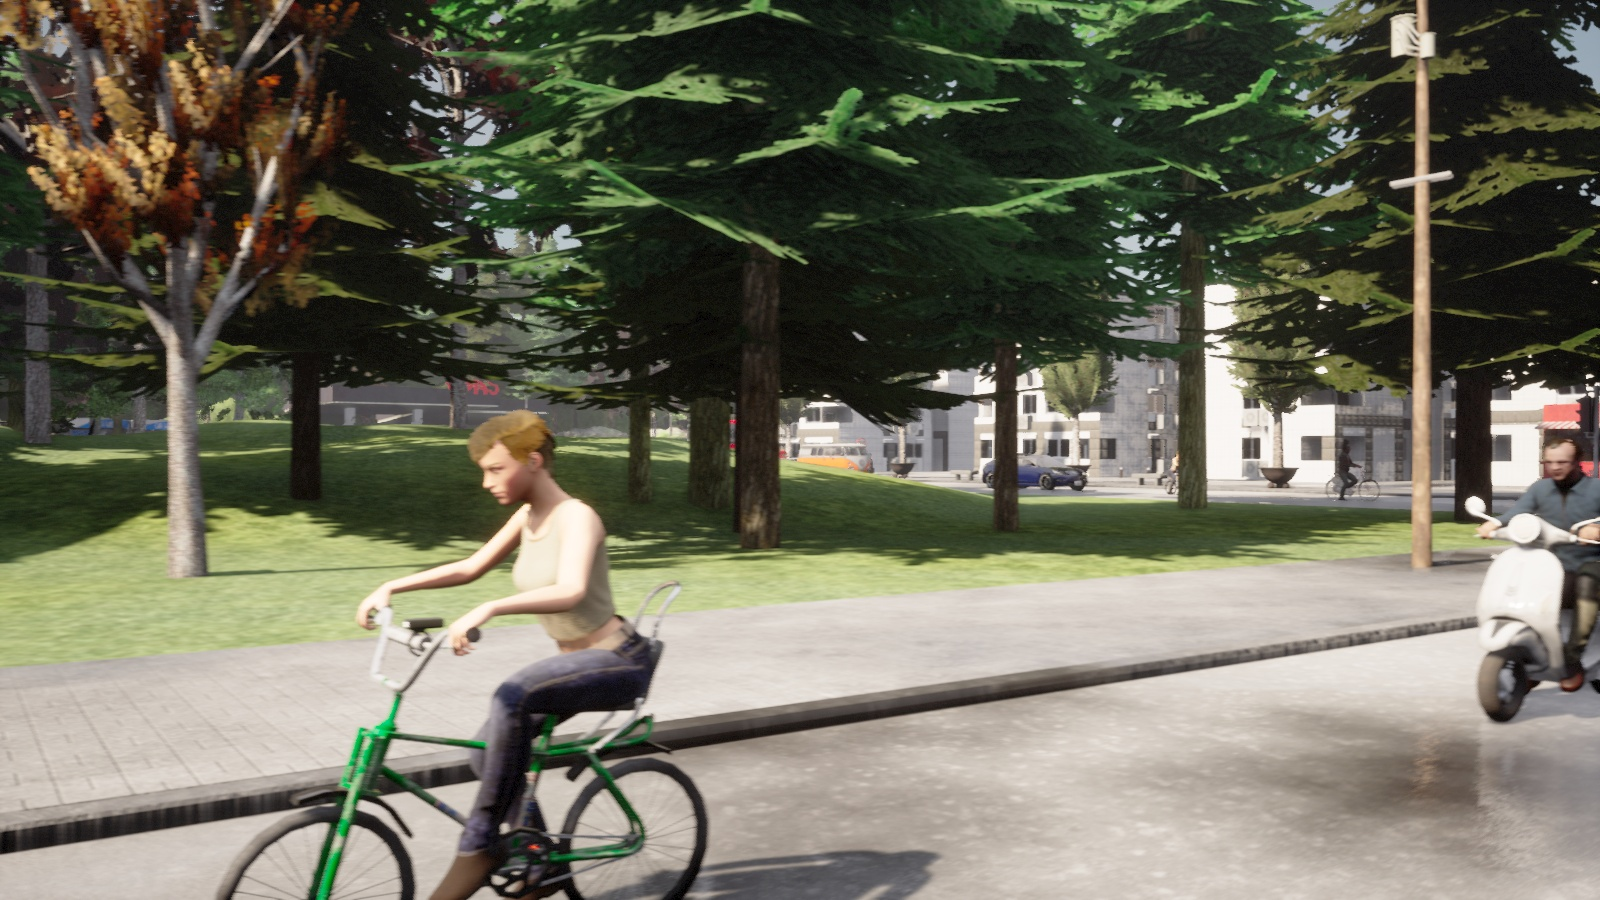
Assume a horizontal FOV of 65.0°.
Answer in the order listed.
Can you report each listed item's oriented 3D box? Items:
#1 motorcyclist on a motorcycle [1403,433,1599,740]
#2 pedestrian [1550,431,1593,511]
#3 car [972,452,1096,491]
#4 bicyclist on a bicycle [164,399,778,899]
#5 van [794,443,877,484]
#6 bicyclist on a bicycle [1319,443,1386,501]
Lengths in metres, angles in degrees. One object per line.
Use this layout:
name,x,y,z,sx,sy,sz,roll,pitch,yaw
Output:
motorcyclist on a motorcycle,4.459,0.707,7.380,1.817,1.590,0.866,0,0,-35
pedestrian,17.982,0.488,29.280,0.540,1.848,0.694,0,0,-37
car,9.421,0.850,50.879,2.163,1.488,4.792,0,0,-35
bicyclist on a bicycle,-0.933,0.692,3.632,1.509,1.612,0.866,0,0,-35
van,1.709,0.646,61.950,1.775,1.987,4.442,0,0,-35
bicyclist on a bicycle,17.377,0.676,39.511,0.659,1.776,1.843,0,0,-35
